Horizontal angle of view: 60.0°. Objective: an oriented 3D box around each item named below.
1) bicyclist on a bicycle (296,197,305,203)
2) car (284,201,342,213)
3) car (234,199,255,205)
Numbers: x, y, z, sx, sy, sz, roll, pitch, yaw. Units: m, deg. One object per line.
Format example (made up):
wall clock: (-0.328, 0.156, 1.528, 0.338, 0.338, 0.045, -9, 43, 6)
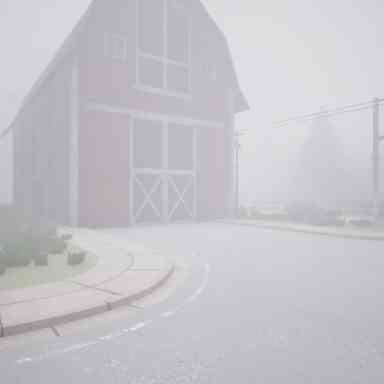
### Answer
bicyclist on a bicycle: (13.252, 1.322, 40.222, 1.656, 1.620, 0.582, 46, -25, -24)
car: (10.930, 1.574, 30.599, 2.033, 1.411, 5.357, 0, 0, -35)
car: (5.498, 1.552, 38.480, 1.812, 1.442, 4.674, 0, 0, -34)
